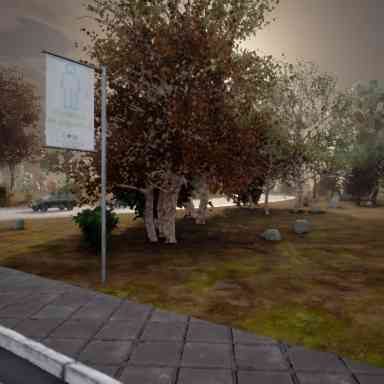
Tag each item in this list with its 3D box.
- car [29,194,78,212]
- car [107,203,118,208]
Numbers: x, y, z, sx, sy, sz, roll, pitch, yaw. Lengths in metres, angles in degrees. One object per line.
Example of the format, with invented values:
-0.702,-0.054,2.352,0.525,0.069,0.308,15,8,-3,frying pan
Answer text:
-16.546,1.212,39.955,2.150,2.045,5.566,0,0,38,car
-10.155,1.462,48.182,1.837,1.490,4.892,0,0,37,car
